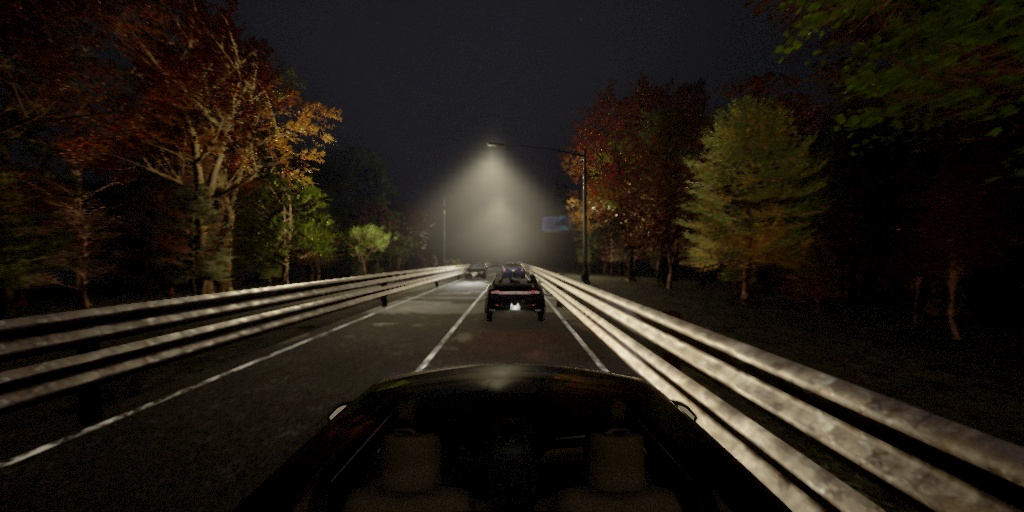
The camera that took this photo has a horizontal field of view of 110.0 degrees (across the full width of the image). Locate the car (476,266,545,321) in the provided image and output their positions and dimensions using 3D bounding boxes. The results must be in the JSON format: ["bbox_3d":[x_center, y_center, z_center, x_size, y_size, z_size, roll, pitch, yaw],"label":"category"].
[{"bbox_3d":[0.097,1.279,12.681,2.128,1.511,4.902,0,0,0],"label":"car"}]

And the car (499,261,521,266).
[{"bbox_3d":[0.101,1.329,33.489,2.097,1.767,4.553,0,-1,0],"label":"car"}]

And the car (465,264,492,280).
[{"bbox_3d":[-3.341,1.477,34.292,2.128,1.511,4.902,0,-1,0],"label":"car"}]
